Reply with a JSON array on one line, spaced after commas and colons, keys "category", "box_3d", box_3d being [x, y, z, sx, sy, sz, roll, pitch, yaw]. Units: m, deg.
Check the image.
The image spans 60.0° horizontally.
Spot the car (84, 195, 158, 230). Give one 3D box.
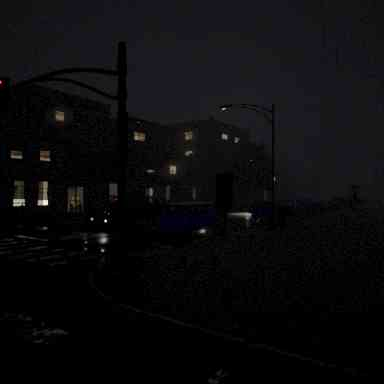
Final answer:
[{"category": "car", "box_3d": [-4.294, 1.248, 21.821, 2.150, 2.045, 5.566, 1, 0, 35]}]

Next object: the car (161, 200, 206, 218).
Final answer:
[{"category": "car", "box_3d": [-0.725, 1.559, 31.407, 1.752, 1.417, 4.829, 0, 0, 35]}]

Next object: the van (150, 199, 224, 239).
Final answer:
[{"category": "van", "box_3d": [-0.133, 1.407, 17.677, 1.690, 1.788, 3.998, 0, 0, 35]}]

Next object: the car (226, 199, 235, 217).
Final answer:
[{"category": "car", "box_3d": [1.703, 1.531, 30.348, 1.882, 1.535, 5.008, 1, 0, 35]}]

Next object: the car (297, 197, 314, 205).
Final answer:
[{"category": "car", "box_3d": [21.604, 1.706, 63.165, 1.887, 1.381, 4.507, 0, 0, 35]}]

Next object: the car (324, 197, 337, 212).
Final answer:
[{"category": "car", "box_3d": [15.844, 1.671, 40.402, 1.752, 1.417, 4.829, 0, 0, 35]}]

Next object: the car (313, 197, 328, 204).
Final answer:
[{"category": "car", "box_3d": [27.857, 1.729, 72.060, 1.752, 1.417, 4.829, 0, 0, 35]}]

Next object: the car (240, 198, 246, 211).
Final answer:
[{"category": "car", "box_3d": [8.036, 1.579, 39.333, 2.128, 1.511, 4.902, 1, 0, 35]}]

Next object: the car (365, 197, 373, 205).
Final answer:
[{"category": "car", "box_3d": [34.801, 1.810, 67.365, 1.887, 1.381, 4.507, 0, 0, 35]}]

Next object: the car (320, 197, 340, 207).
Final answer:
[{"category": "car", "box_3d": [22.731, 1.658, 54.698, 1.882, 1.535, 5.008, 1, 0, 35]}]

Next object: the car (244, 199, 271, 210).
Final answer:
[{"category": "car", "box_3d": [8.901, 1.629, 45.098, 1.887, 1.381, 4.507, 0, 0, 35]}]

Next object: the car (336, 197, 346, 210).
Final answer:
[{"category": "car", "box_3d": [18.921, 1.729, 44.779, 1.947, 1.339, 4.313, 0, 0, 35]}]

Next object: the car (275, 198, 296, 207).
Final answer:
[{"category": "car", "box_3d": [15.252, 1.666, 54.131, 1.887, 1.381, 4.507, 0, 0, 35]}]

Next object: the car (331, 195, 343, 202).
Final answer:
[{"category": "car", "box_3d": [37.483, 1.713, 85.750, 1.967, 1.590, 4.097, 0, 0, 35]}]

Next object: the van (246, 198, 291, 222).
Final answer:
[{"category": "van", "box_3d": [6.219, 1.436, 26.712, 1.690, 1.788, 3.998, 0, 0, 35]}]

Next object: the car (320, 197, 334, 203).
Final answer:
[{"category": "car", "box_3d": [31.131, 1.793, 76.716, 1.947, 1.339, 4.313, 0, 0, 35]}]

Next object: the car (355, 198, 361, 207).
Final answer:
[{"category": "car", "box_3d": [25.275, 1.517, 53.814, 2.192, 1.841, 5.009, 0, 0, 35]}]

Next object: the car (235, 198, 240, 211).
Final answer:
[{"category": "car", "box_3d": [5.726, 1.507, 40.581, 1.967, 1.590, 4.097, 0, 0, 35]}]

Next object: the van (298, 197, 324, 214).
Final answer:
[{"category": "van", "box_3d": [12.571, 1.469, 35.745, 1.690, 1.788, 3.998, 0, 0, 35]}]

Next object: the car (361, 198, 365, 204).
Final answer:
[{"category": "car", "box_3d": [28.547, 1.748, 58.470, 1.752, 1.417, 4.829, 0, 0, 35]}]

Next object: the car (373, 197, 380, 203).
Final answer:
[{"category": "car", "box_3d": [44.328, 1.900, 80.916, 1.947, 1.339, 4.313, 0, 0, 35]}]

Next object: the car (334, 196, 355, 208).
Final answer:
[{"category": "car", "box_3d": [22.099, 1.497, 49.297, 2.192, 1.841, 5.009, 0, 0, 35]}]

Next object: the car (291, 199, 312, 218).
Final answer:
[{"category": "car", "box_3d": [9.393, 1.656, 31.228, 1.887, 1.381, 4.507, 0, 0, 35]}]
